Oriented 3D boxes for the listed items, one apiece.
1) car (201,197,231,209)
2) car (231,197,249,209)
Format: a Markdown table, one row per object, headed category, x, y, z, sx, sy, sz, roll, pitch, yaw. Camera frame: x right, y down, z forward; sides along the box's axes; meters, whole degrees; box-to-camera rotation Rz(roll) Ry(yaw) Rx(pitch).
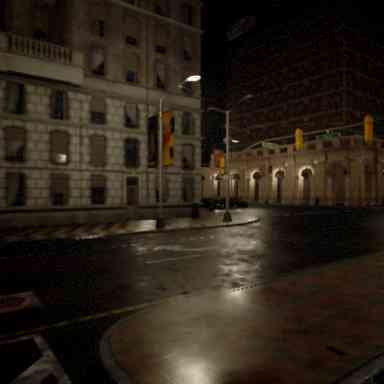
| category | x | y | z | sx | sy | sz | roll | pitch | yaw |
| --- | --- | --- | --- | --- | --- | --- | --- | --- | --- |
| car | 2.438 | 1.476 | 43.036 | 1.837 | 1.490 | 4.892 | 0 | 0 | -36 |
| car | 5.481 | 1.445 | 44.804 | 1.882 | 1.535 | 5.008 | 0 | 0 | -36 |
